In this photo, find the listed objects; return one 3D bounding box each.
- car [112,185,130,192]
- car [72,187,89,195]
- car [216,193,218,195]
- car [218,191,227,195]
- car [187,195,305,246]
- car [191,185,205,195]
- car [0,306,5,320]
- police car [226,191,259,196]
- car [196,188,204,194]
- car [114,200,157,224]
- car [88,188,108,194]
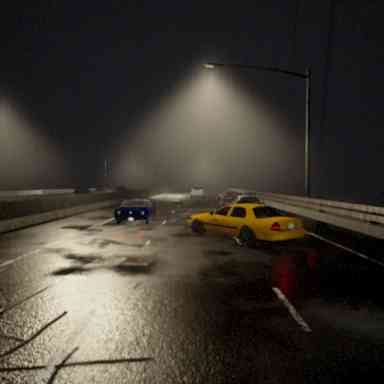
[{"bbox_3d":[-12.850,-0.241,60.778,2.150,2.045,5.566,0,1,3],"label":"car"},{"bbox_3d":[-19.885,-0.088,59.873,2.097,1.767,4.553,0,1,3],"label":"car"},{"bbox_3d":[4.152,0.524,44.055,1.895,1.301,4.718,0,1,2],"label":"car"},{"bbox_3d":[3.884,0.685,33.106,1.837,1.490,4.892,0,1,1],"label":"car"},{"bbox_3d":[1.888,1.113,13.523,1.801,1.575,5.366,-1,2,-37],"label":"car"},{"bbox_3d":[0.938,-0.074,53.709,2.150,2.045,5.566,0,2,2],"label":"car"},{"bbox_3d":[-3.388,1.540,2.218,1.895,1.301,4.718,0,1,0],"label":"car"},{"bbox_3d":[3.688,0.867,22.296,1.930,1.638,5.238,0,1,1],"label":"police car"},{"bbox_3d":[1.853,-0.206,76.527,1.895,1.301,4.718,0,1,3],"label":"car"},{"bbox_3d":[-3.237,1.097,20.075,1.895,1.301,4.718,0,1,1],"label":"car"},{"bbox_3d":[-16.403,0.096,59.408,1.812,1.442,4.674,0,1,3],"label":"car"}]
